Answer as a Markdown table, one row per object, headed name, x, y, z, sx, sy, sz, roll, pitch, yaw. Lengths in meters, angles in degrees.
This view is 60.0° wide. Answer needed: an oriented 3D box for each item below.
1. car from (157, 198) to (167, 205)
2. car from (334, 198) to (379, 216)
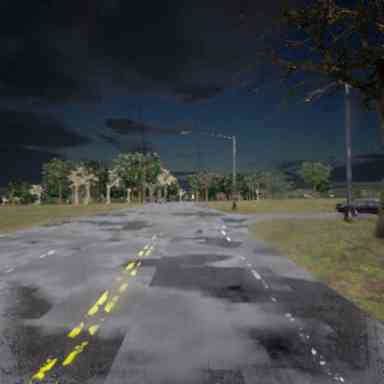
| name | x | y | z | sx | sy | sz | roll | pitch | yaw |
| --- | --- | --- | --- | --- | --- | --- | --- | --- | --- |
| car | -6.890 | 2.114 | 76.523 | 1.837 | 1.490 | 4.892 | 0 | -1 | 0 |
| car | 14.882 | 1.312 | 28.636 | 4.892 | 1.490 | 1.837 | 0 | -2 | 0 |
